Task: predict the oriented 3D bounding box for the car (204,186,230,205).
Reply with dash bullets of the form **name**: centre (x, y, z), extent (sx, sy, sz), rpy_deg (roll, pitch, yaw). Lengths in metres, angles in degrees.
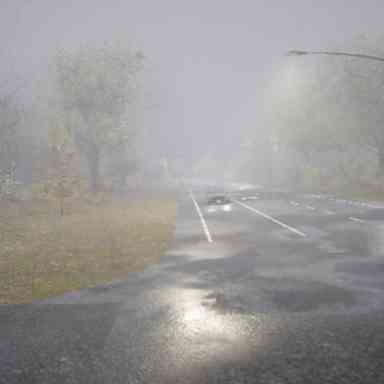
- **car**: centre (2.015, 0.212, 28.611), extent (2.033, 1.411, 5.357), rpy_deg (-3, 3, -1)
